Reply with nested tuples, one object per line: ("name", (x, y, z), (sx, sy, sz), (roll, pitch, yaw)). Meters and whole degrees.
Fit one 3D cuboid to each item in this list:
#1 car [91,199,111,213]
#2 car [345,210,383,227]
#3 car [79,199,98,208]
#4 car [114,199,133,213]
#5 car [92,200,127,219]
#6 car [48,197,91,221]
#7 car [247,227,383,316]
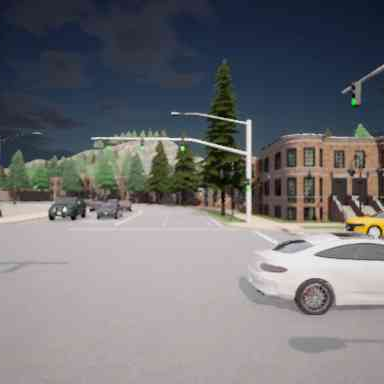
("car", (-12.182, 1.896, 43.407), (2.033, 1.411, 5.357), (0, -1, -10))
("car", (10.886, 1.659, 17.916), (5.008, 1.535, 1.882), (0, 0, -2))
("car", (-18.409, 1.945, 58.845), (1.882, 1.535, 5.008), (1, -1, -34))
("car", (-8.734, 1.832, 43.233), (1.882, 1.535, 5.008), (0, -1, -10))
("car", (-7.793, 1.763, 31.824), (1.837, 1.490, 4.892), (0, 0, -3))
("car", (-11.235, 1.460, 30.413), (2.150, 2.045, 5.566), (0, 0, -4))
("car", (3.547, 1.615, 7.090), (4.674, 1.442, 1.812), (0, 0, -2))
